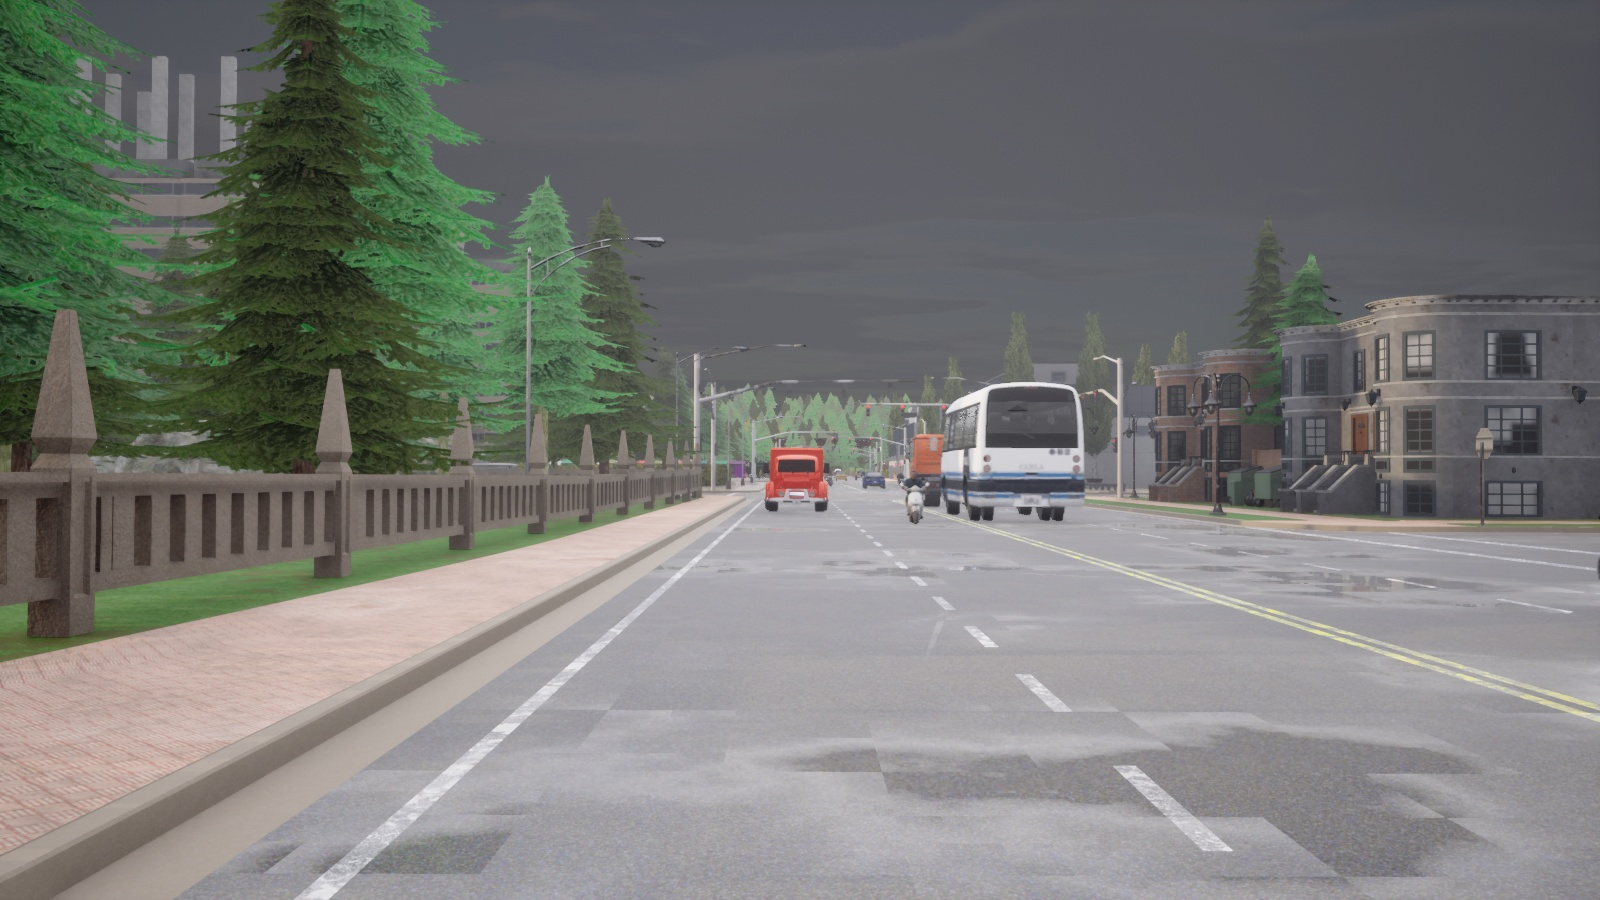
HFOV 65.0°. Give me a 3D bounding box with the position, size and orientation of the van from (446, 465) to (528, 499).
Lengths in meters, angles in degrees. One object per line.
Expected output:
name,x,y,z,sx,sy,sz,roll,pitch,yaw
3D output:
van,-18.582,1.893,74.727,4.442,1.987,1.775,0,-1,0

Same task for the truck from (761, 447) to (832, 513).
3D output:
truck,-0.126,1.155,49.329,2.627,2.467,5.204,0,-1,0

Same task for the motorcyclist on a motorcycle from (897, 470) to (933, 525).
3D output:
motorcyclist on a motorcycle,3.405,1.379,37.297,0.866,1.590,1.817,0,-1,0

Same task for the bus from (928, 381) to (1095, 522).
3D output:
bus,6.886,0.129,42.902,3.944,4.253,10.273,0,-1,0

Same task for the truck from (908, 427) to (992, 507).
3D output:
truck,6.849,0.784,58.413,2.891,3.462,7.936,0,-1,0
